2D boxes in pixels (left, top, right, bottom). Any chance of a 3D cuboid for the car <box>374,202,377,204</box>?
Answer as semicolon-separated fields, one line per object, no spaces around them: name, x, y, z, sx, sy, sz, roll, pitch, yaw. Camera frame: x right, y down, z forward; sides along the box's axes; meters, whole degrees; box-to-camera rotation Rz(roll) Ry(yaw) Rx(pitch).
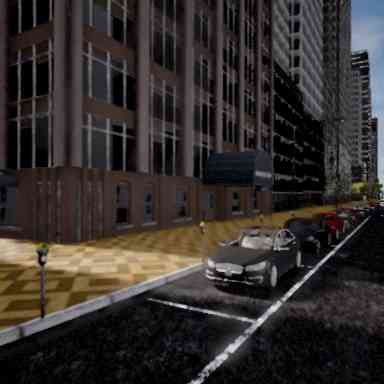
car;30.916;2.656;58.497;1.802;1.307;4.206;-1;-1;31

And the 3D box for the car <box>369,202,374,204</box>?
car;25.125;2.440;48.719;2.008;1.369;4.403;-1;-1;31

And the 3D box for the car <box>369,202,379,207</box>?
car;45.397;3.100;82.946;1.947;1.339;4.313;-1;-1;31

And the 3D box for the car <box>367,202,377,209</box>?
car;39.519;2.873;73.021;1.752;1.417;4.829;-1;-1;31

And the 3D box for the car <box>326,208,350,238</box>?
car;7.749;1.879;19.381;1.887;1.381;4.507;-1;-1;31

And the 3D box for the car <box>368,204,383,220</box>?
car;19.680;2.211;34.406;1.994;1.385;4.181;0;-1;31

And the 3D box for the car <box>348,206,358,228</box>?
car;10.644;1.977;24.271;2.008;1.369;4.403;-1;-1;31

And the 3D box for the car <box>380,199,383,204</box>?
car;42.497;2.605;72.755;2.150;2.045;5.566;0;-1;31

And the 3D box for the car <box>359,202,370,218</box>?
car;19.333;2.255;38.940;2.008;1.369;4.403;-1;-1;31

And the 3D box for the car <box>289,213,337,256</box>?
car;4.853;1.807;14.491;1.947;1.339;4.313;-1;-1;31

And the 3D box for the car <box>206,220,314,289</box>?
car;1.957;1.699;9.602;2.008;1.369;4.403;-1;-1;31

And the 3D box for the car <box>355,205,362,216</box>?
car;13.541;2.101;29.160;1.802;1.307;4.206;-1;-1;31
